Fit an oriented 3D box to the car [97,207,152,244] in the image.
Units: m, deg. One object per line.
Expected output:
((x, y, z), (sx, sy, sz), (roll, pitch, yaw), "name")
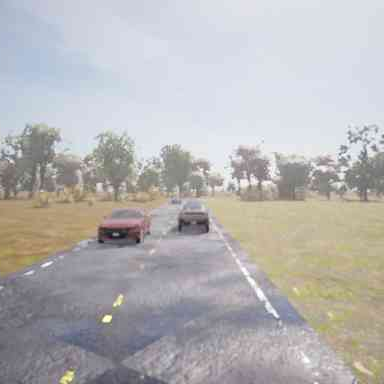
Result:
((-3.102, 1.473, 16.073), (1.882, 1.535, 5.008), (0, 0, 0), "car")

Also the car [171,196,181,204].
((-2.753, 1.502, 60.723), (1.812, 1.442, 4.674), (0, 0, 3), "car")

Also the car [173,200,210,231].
((0.098, 1.486, 20.715), (2.128, 1.511, 4.902), (0, 0, 0), "car")
